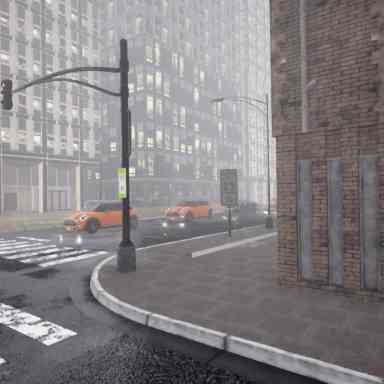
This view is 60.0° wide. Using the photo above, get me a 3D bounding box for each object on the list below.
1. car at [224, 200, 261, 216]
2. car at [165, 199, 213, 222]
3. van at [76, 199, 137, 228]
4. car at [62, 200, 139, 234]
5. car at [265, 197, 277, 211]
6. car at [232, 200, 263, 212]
[{"bbox_3d":[5.094,1.590,34.374,2.128,1.511,4.902,-1,-1,36],"label":"car"},{"bbox_3d":[-0.181,1.433,27.077,2.097,1.767,4.553,-1,-1,36],"label":"car"},{"bbox_3d":[-5.946,1.460,23.520,1.690,1.788,3.998,-2,-1,36],"label":"van"},{"bbox_3d":[-5.386,1.416,19.921,2.097,1.767,4.553,-1,-1,37],"label":"car"},{"bbox_3d":[11.034,1.471,42.556,2.097,1.767,4.553,-1,-1,36],"label":"car"},{"bbox_3d":[6.952,1.689,41.383,1.752,1.417,4.829,-2,-1,36],"label":"car"}]
